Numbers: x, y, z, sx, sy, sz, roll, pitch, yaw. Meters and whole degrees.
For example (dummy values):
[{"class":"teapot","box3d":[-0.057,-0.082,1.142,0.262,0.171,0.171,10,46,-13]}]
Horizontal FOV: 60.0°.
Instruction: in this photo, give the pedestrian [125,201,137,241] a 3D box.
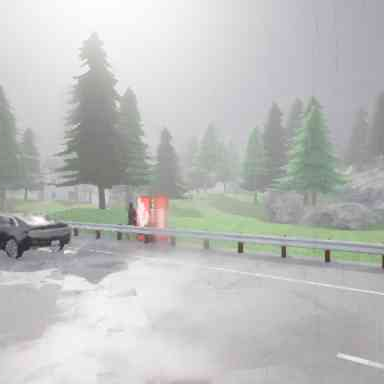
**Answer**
[{"class":"pedestrian","box3d":[-2.757,1.294,15.198,0.375,1.860,0.375,0,0,33]}]

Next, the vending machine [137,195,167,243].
[{"class":"vending machine","box3d":[-1.855,1.195,15.373,0.880,2.100,1.100,0,0,33]}]

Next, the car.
[{"class":"car","box3d":[-6.630,1.491,12.506,4.902,1.511,2.128,0,0,33]}]
